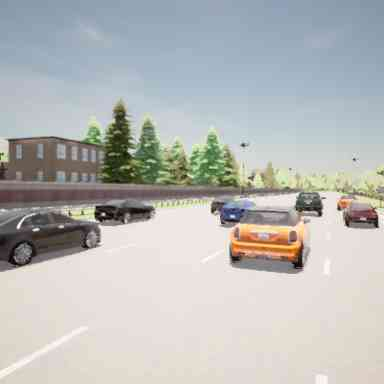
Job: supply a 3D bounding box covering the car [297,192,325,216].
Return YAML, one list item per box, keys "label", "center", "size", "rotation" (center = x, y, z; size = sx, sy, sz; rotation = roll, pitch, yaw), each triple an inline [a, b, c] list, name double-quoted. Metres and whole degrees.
- label: "car"
  center: [10.560, 0.998, 29.727]
  size: [2.150, 2.045, 5.566]
  rotation: [1, 1, 23]

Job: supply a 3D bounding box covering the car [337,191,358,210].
- label: "car"
  center: [17.804, 1.126, 38.000]
  size: [2.097, 1.767, 4.553]
  rotation: [1, 1, 23]

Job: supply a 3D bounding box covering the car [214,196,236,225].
- label: "car"
  center: [3.311, 1.257, 21.480]
  size: [1.882, 1.535, 5.008]
  rotation: [1, 1, 23]

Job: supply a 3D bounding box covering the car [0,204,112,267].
- label: "car"
  center: [-4.949, 1.302, 10.808]
  size: [1.837, 1.490, 4.892]
  rotation: [1, 1, 23]

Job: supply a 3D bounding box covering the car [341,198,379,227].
- label: "car"
  center: [10.984, 1.404, 21.729]
  size: [1.812, 1.442, 4.674]
  rotation: [1, 1, 23]

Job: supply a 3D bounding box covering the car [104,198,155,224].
- label: "car"
  center: [-4.205, 1.154, 21.648]
  size: [1.882, 1.535, 5.008]
  rotation: [1, 1, 23]

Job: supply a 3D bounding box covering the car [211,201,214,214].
- label: "car"
  center: [3.181, 1.177, 30.238]
  size: [1.837, 1.490, 4.892]
  rotation: [1, 1, 23]

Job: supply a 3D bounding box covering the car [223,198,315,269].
- label: "car"
  center: [2.822, 1.248, 11.238]
  size: [2.097, 1.767, 4.553]
  rotation: [1, 1, 23]
